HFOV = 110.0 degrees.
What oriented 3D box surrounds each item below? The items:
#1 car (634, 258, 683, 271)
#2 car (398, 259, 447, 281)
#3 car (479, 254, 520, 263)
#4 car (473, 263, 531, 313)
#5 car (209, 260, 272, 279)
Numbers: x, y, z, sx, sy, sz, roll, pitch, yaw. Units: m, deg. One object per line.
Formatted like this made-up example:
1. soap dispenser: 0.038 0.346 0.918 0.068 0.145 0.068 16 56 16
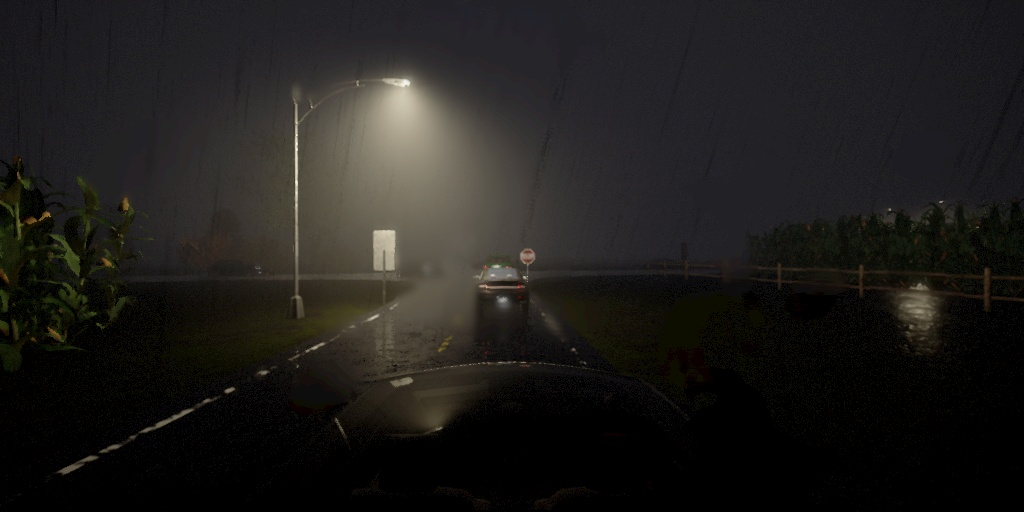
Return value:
1. car: 16.914 0.990 41.360 5.357 1.411 2.033 0 0 -8
2. car: -7.171 1.021 28.676 4.553 1.767 2.097 -1 0 43
3. car: -0.693 0.883 26.298 2.150 2.045 5.566 0 0 6
4. car: -0.408 1.196 13.684 2.128 1.511 4.902 0 0 -4
5. car: -24.481 1.134 32.523 4.553 1.767 2.097 0 0 -6
